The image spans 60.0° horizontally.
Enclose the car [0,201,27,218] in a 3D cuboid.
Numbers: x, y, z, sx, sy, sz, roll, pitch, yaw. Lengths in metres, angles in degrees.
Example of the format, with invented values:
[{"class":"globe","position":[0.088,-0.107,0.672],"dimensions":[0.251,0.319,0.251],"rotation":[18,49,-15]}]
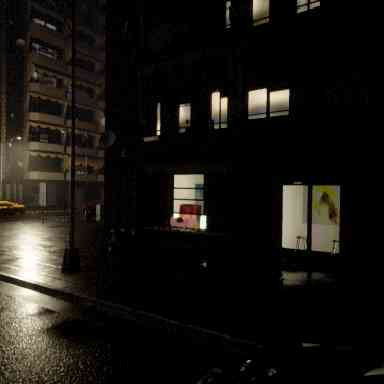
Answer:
[{"class":"car","position":[-17.442,1.578,29.389],"dimensions":[1.882,1.535,5.008],"rotation":[1,0,36]}]

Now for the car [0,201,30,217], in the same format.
[{"class":"car","position":[-18.454,1.624,32.419],"dimensions":[2.008,1.369,4.403],"rotation":[1,0,36]}]

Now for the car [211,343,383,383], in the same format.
[{"class":"car","position":[1.995,1.551,1.610],"dimensions":[4.403,1.369,2.008],"rotation":[0,1,35]}]

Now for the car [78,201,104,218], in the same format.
[{"class":"car","position":[-8.425,1.823,31.998],"dimensions":[1.947,1.339,4.313],"rotation":[1,0,36]}]
